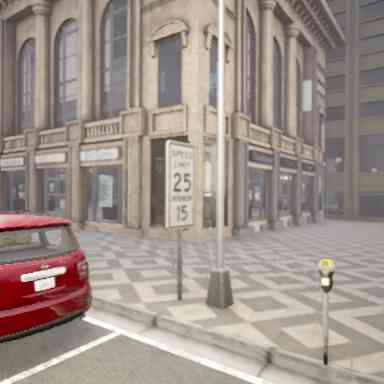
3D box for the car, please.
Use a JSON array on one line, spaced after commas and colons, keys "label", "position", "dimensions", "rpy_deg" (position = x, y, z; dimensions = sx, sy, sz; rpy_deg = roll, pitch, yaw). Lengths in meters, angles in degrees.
[{"label": "car", "position": [-3.855, 1.258, 5.716], "dimensions": [5.009, 1.841, 2.192], "rpy_deg": [1, 0, 36]}]
